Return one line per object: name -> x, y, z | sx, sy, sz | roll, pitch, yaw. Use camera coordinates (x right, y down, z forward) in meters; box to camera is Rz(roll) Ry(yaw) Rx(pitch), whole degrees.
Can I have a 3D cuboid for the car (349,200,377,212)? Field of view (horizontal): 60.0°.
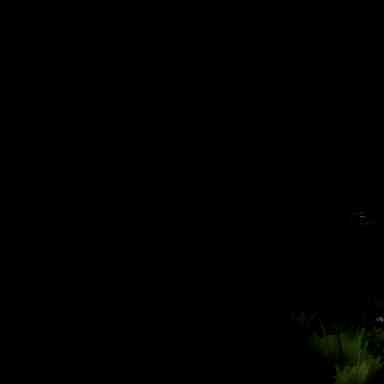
car -> 23.136, 1.861, 44.942 | 4.892, 1.490, 1.837 | -2, 0, -37
